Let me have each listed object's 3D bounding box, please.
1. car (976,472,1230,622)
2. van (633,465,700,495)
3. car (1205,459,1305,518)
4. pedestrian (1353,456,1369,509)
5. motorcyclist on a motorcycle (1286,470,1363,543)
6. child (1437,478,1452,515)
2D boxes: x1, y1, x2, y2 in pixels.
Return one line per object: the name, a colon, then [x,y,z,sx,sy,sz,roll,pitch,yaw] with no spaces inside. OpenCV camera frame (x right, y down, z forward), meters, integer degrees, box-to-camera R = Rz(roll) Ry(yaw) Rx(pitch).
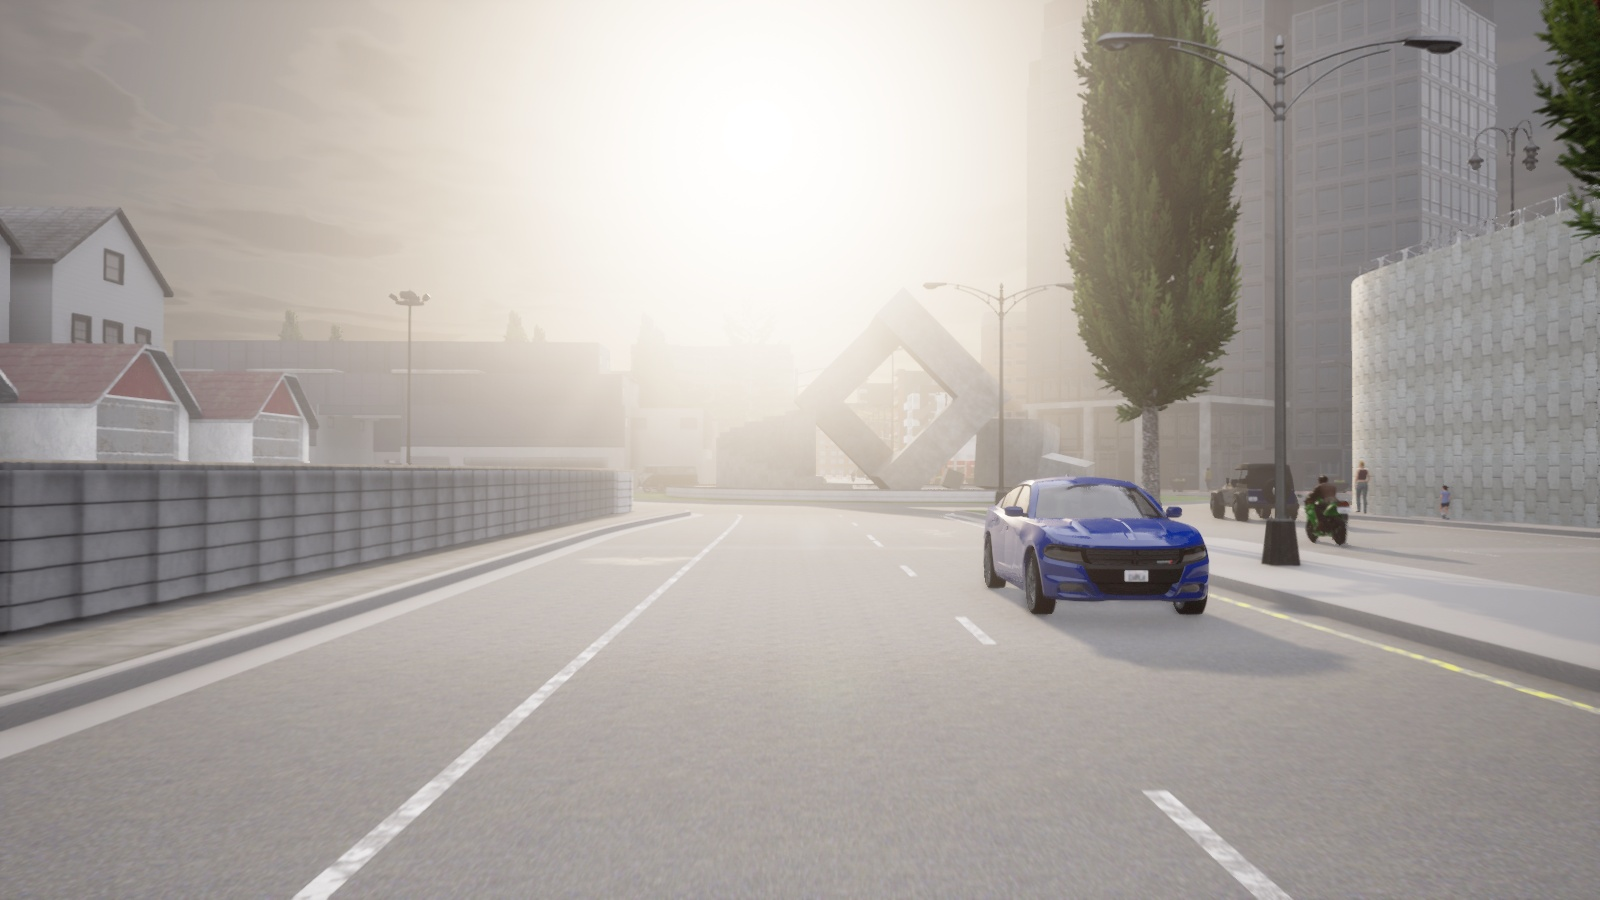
car: [3.462,1.036,15.393,1.882,1.535,5.008,0,-1,0]
van: [-9.029,2.031,85.293,1.775,1.987,4.442,-1,-1,44]
car: [14.968,1.246,41.508,1.905,1.878,3.866,0,-1,1]
pedestrian: [19.475,1.122,43.611,0.345,1.836,0.594,0,-1,7]
motorcyclist on a motorcycle: [11.432,1.211,27.455,0.797,1.523,2.044,0,-1,0]
child: [19.738,1.415,38.461,0.255,1.110,0.394,0,-1,-3]
